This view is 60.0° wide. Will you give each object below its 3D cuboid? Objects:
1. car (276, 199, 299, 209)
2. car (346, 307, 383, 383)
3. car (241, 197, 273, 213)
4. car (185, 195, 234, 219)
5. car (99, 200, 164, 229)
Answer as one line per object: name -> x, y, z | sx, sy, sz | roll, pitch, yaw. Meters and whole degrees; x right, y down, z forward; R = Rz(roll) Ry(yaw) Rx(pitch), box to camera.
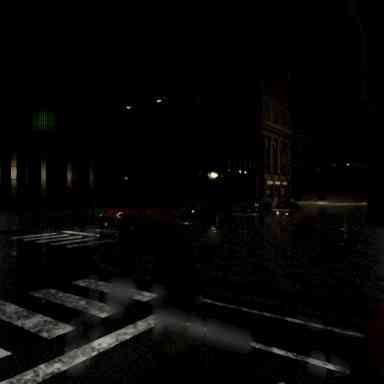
car -> 13.124, 1.623, 45.638 | 1.994, 1.385, 4.181 | 0, 0, 36
car -> 3.564, 1.221, 1.149 | 5.566, 2.045, 2.150 | 0, 0, 36
car -> 7.395, 1.398, 37.700 | 2.097, 1.767, 4.553 | 0, 0, 35
car -> 1.697, 1.256, 29.781 | 2.150, 2.045, 5.566 | 0, 0, 36
car -> -3.904, 1.376, 21.953 | 2.097, 1.767, 4.553 | 0, 0, 35
